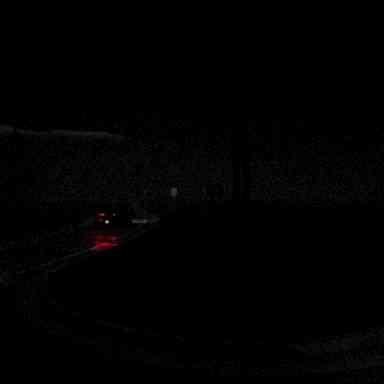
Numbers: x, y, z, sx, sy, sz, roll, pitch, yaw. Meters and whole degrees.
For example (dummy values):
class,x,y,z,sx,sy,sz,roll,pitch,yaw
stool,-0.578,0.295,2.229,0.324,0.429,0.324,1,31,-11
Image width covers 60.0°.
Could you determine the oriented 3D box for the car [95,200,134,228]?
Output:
class,x,y,z,sx,sy,sz,roll,pitch,yaw
car,-5.206,1.542,22.688,1.837,1.490,4.892,1,0,-1
